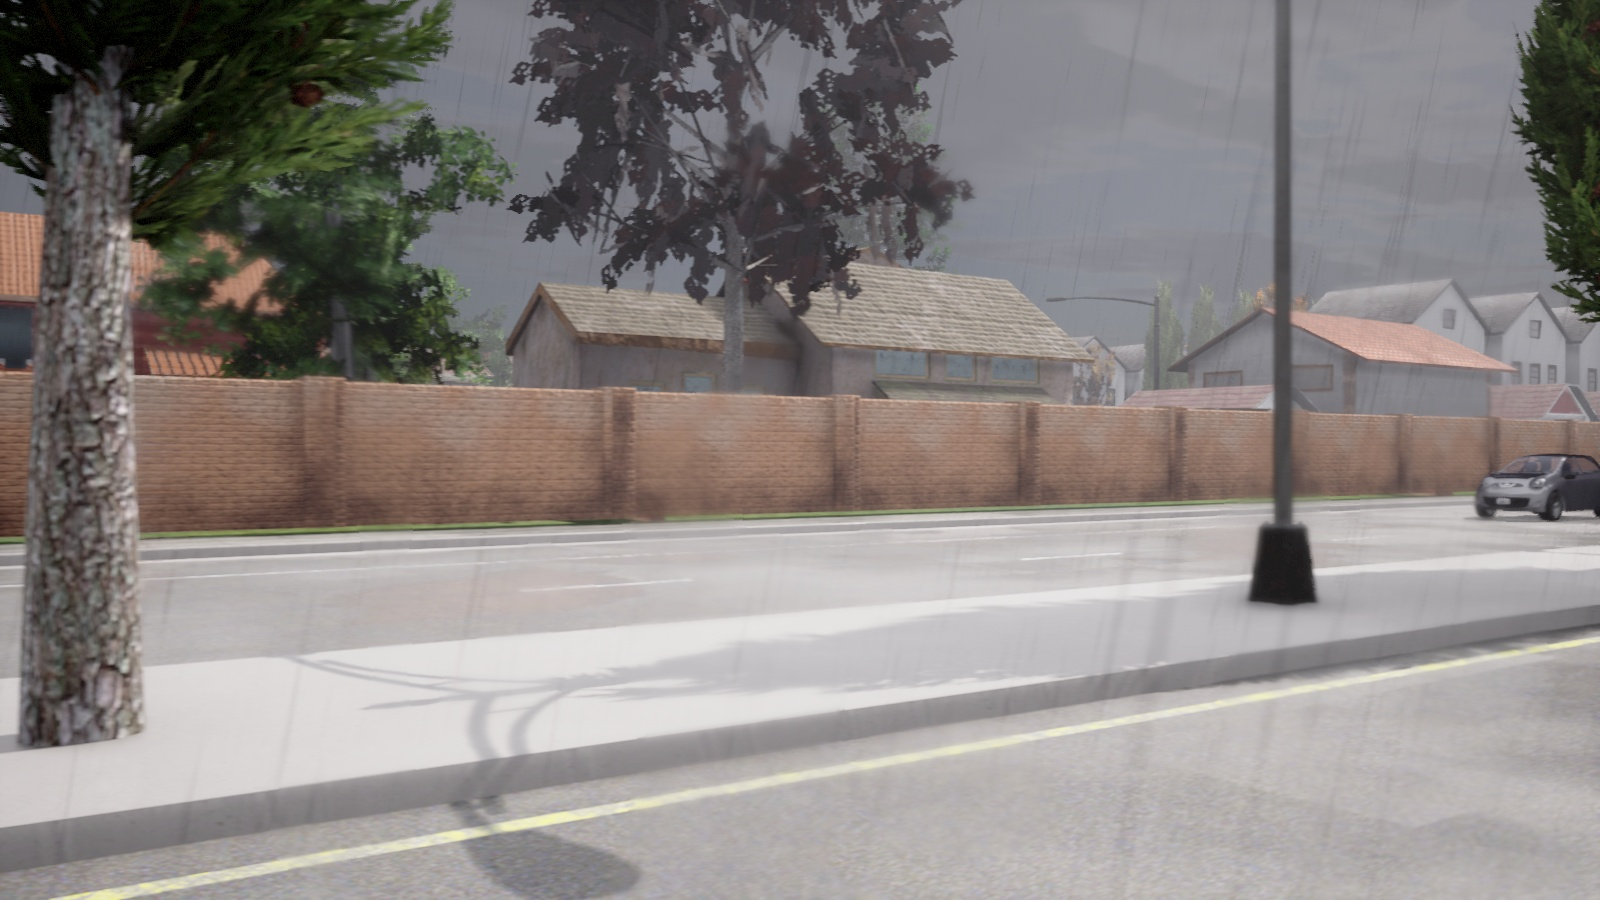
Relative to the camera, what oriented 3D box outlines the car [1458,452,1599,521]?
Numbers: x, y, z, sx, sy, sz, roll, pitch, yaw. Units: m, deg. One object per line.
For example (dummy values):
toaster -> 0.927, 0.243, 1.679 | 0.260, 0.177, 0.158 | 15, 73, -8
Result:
car -> 17.151, 0.792, 29.120 | 3.633, 1.501, 1.845 | 0, 0, -34
